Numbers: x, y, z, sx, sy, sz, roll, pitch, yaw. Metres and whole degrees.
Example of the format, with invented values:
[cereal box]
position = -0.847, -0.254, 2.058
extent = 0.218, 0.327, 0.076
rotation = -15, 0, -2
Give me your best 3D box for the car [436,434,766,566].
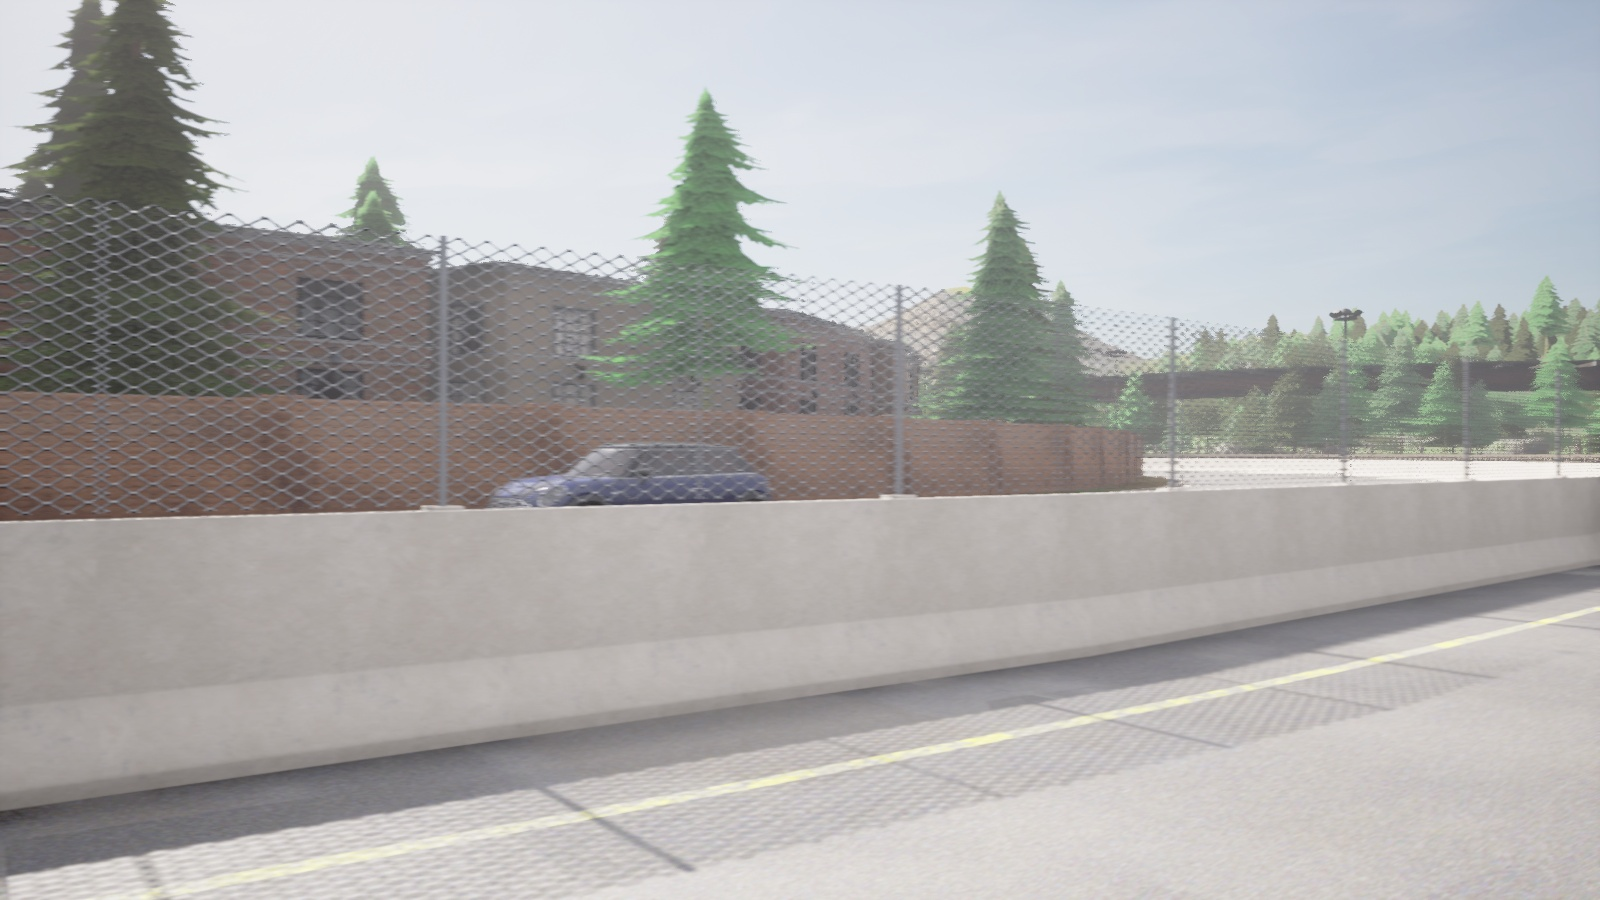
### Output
[car]
position = -2.949, 0.676, 19.163
extent = 4.553, 1.767, 2.097
rotation = 0, 0, -41
